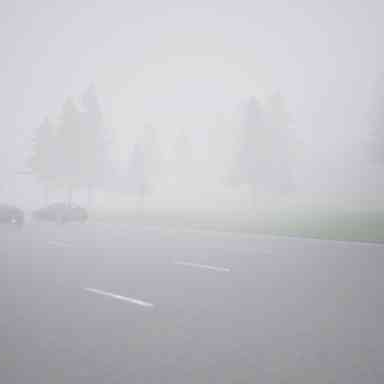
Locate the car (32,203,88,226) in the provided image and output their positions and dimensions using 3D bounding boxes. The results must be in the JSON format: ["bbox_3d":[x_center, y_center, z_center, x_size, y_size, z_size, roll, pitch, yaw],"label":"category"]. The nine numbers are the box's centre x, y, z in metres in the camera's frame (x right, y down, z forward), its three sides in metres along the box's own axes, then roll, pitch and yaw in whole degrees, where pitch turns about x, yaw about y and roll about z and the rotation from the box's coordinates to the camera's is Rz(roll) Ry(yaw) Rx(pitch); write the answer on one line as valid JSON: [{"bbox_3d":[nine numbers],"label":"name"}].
[{"bbox_3d":[-9.427,1.500,23.605,4.902,1.511,2.128,0,0,35],"label":"car"}]

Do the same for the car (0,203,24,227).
[{"bbox_3d":[-12.891,1.514,21.775,4.892,1.490,1.837,0,0,35],"label":"car"}]
